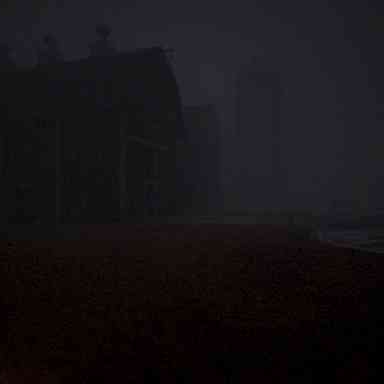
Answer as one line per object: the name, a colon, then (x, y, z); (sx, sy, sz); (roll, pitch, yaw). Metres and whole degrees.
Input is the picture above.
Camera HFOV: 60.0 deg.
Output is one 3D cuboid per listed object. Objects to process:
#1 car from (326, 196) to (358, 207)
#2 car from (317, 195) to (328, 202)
car: (23.900, 1.696, 52.526); (4.181, 1.381, 1.994); (0, 0, 19)
car: (34.364, 1.689, 83.836); (3.988, 1.617, 1.851); (0, 0, 19)
